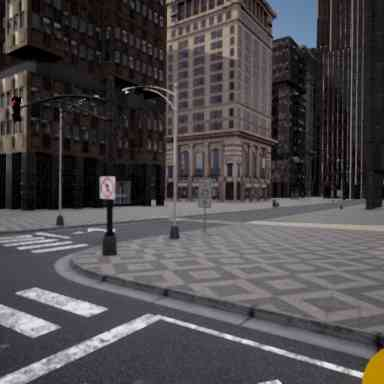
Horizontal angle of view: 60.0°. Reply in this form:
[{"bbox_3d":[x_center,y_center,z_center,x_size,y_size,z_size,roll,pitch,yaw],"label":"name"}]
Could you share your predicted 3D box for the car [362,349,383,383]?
[{"bbox_3d":[3.409,1.480,1.261,5.008,1.535,1.882,0,0,35],"label":"car"}]
